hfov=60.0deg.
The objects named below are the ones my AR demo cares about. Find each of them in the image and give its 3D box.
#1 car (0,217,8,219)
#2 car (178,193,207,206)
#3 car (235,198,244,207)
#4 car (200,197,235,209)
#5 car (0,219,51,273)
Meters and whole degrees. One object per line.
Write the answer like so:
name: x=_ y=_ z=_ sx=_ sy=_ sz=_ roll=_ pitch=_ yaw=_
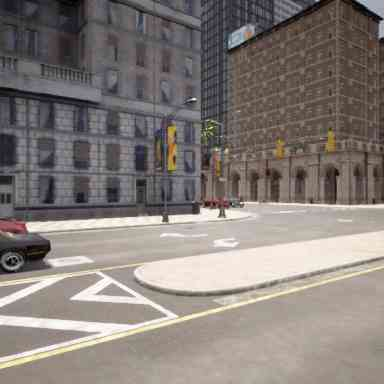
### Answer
car: x=-8.515 y=1.526 z=12.063 sx=4.674 sy=1.442 sz=1.812 roll=0 pitch=0 yaw=-35
car: x=-0.024 y=1.219 z=57.104 sx=2.150 sy=2.045 sz=5.566 roll=0 pitch=0 yaw=-34
car: x=5.618 y=1.489 z=49.006 sx=2.128 sy=1.511 sz=4.902 roll=0 pitch=0 yaw=-35
car: x=3.189 y=1.476 z=46.375 sx=1.882 sy=1.535 sz=5.008 roll=0 pitch=0 yaw=-35
car: x=-6.569 y=1.601 z=9.158 sx=4.718 sy=1.301 sz=1.895 roll=0 pitch=0 yaw=-35
